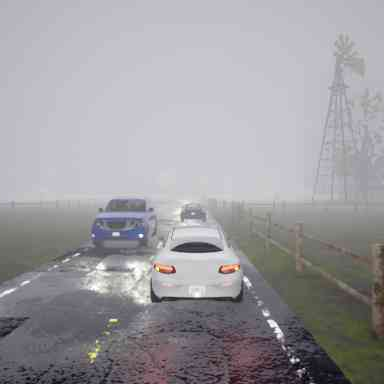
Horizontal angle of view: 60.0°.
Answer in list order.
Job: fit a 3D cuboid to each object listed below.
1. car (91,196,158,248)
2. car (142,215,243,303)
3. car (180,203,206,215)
[{"bbox_3d":[-2.847,1.220,15.204,2.150,2.045,5.566,0,0,0],"label":"car"},{"bbox_3d":[0.095,1.525,8.079,1.812,1.442,4.674,0,0,0],"label":"car"},{"bbox_3d":[0.099,1.559,26.384,1.994,1.385,4.181,0,0,0],"label":"car"}]
